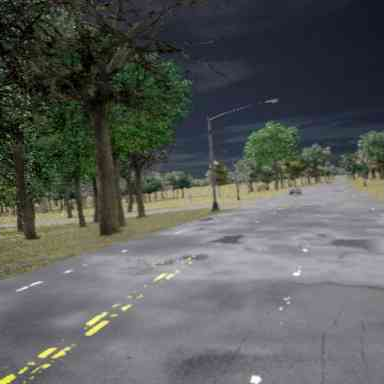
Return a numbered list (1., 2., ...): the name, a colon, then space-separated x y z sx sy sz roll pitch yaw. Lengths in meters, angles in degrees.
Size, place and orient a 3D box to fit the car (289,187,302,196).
1. car: 19.119 -0.145 61.361 2.033 1.411 5.357 -4 1 23
